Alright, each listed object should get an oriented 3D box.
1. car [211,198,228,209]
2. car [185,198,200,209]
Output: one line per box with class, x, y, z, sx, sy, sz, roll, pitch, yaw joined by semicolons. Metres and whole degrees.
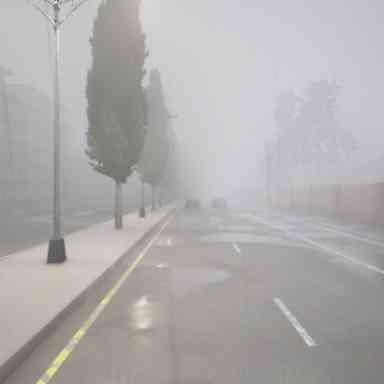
car;3.578;1.421;43.723;1.994;1.385;4.181;0;0;0
car;0.076;1.424;42.819;1.994;1.385;4.181;0;0;0
